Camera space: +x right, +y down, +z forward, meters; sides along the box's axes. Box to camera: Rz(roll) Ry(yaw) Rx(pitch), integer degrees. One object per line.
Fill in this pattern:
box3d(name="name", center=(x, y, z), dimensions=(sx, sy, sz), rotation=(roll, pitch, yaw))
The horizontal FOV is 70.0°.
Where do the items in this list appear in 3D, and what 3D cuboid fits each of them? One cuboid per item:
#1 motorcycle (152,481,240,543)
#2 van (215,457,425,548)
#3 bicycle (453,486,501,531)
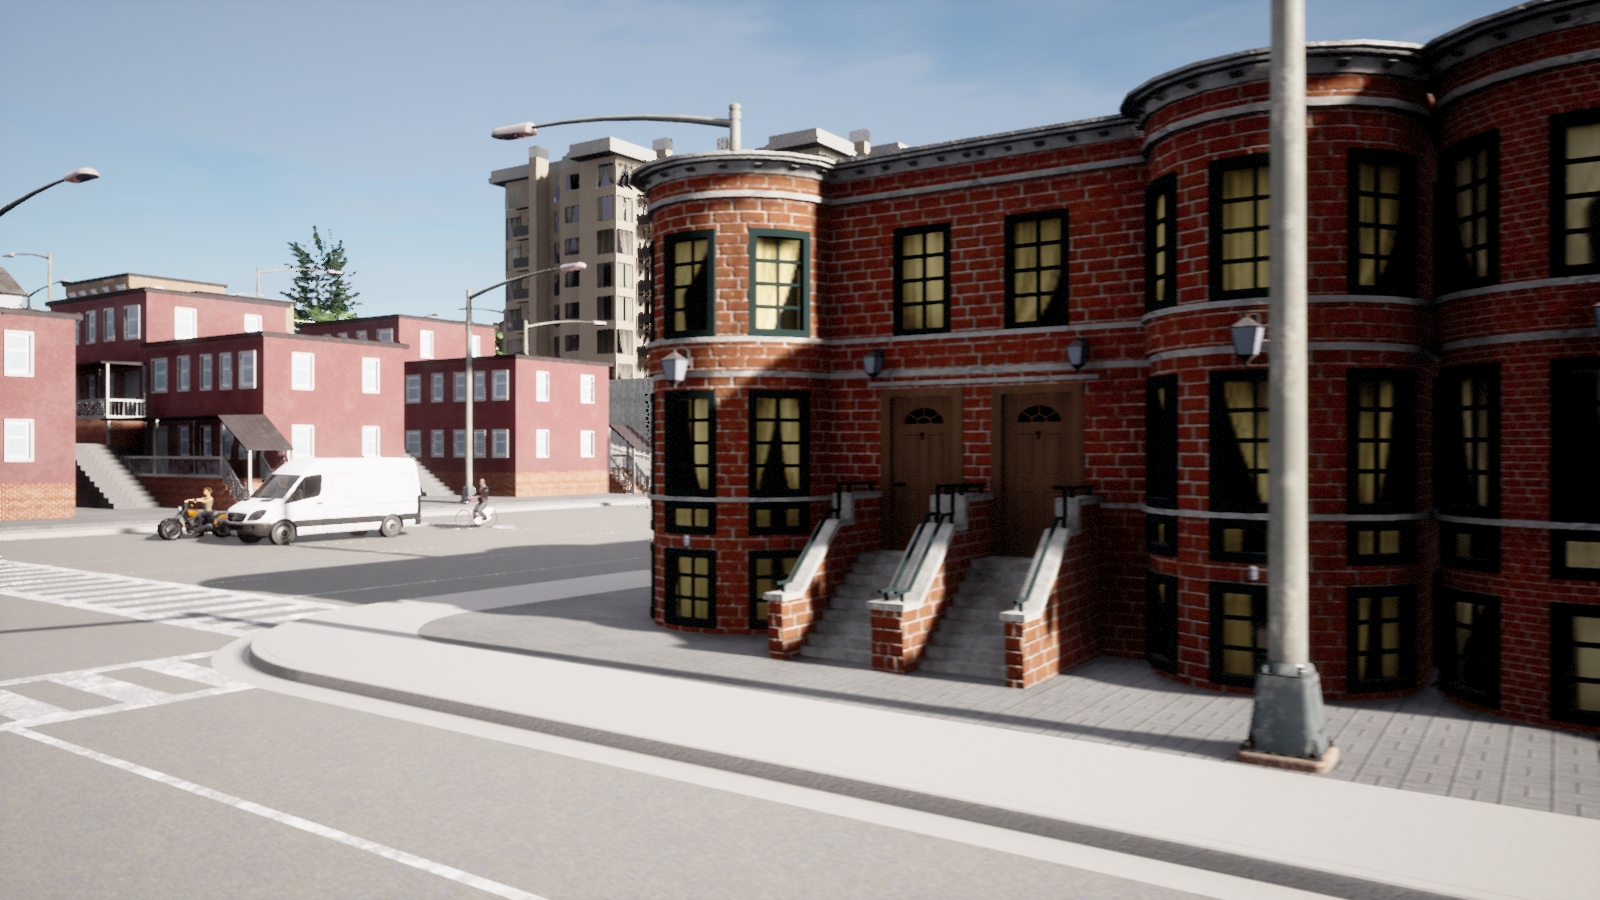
box3d(name="motorcycle", center=(-18.926, 1.906, 35.862), dimensions=(0.764, 1.802, 2.356), rotation=(0, 0, 35))
box3d(name="van", center=(-14.801, 1.533, 35.643), dimensions=(1.988, 2.561, 5.915), rotation=(0, 0, 35))
box3d(name="bicycle", center=(-11.433, 2.045, 40.441), dimensions=(0.329, 1.496, 1.835), rotation=(-1, 0, 35))
